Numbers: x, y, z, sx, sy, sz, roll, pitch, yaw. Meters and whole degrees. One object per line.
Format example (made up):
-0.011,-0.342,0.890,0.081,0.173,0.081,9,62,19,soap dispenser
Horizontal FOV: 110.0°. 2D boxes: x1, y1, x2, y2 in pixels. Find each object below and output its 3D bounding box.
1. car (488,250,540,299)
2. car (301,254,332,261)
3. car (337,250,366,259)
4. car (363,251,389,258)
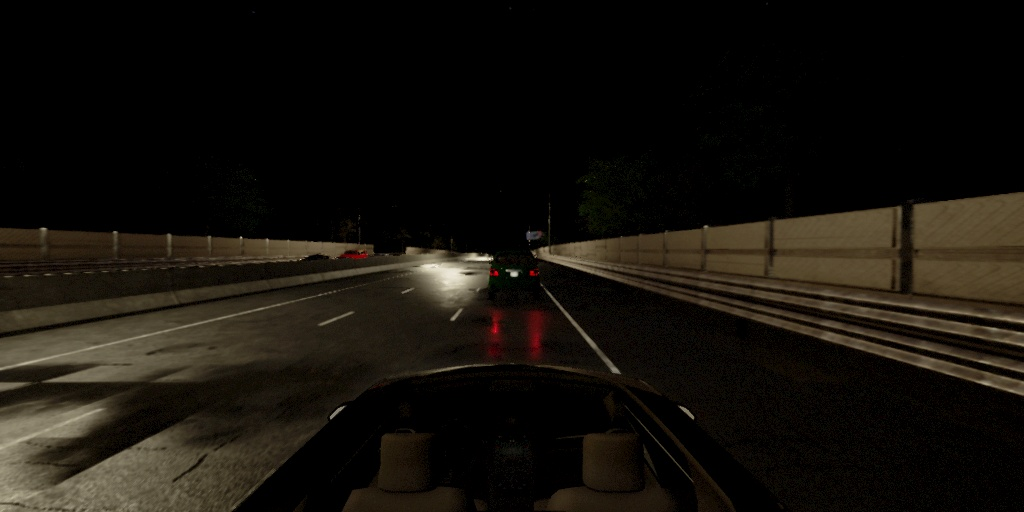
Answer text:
0.087,0.755,16.516,2.150,2.045,5.566,0,1,0,car
-24.578,0.522,45.229,1.837,1.490,4.892,0,1,0,car
-21.066,0.198,47.691,2.150,2.045,5.566,0,1,0,car
-17.570,0.464,48.013,2.128,1.511,4.902,0,1,0,car
